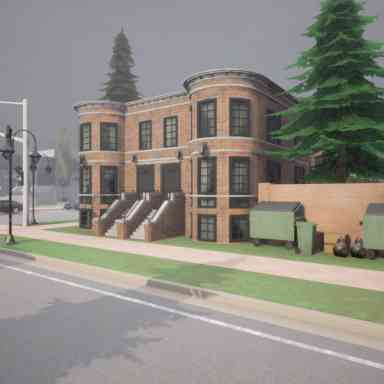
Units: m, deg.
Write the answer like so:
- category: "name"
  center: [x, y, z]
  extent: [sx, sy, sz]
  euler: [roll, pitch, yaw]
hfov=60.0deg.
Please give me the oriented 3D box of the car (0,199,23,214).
- category: "car"
  center: [-19.580, 1.505, 33.504]
  extent: [1.837, 1.490, 4.892]
  euler: [0, 0, 35]

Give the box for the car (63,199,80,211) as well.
- category: "car"
  center: [-13.994, 1.564, 41.852]
  extent: [1.994, 1.385, 4.181]
  euler: [0, 0, 32]
